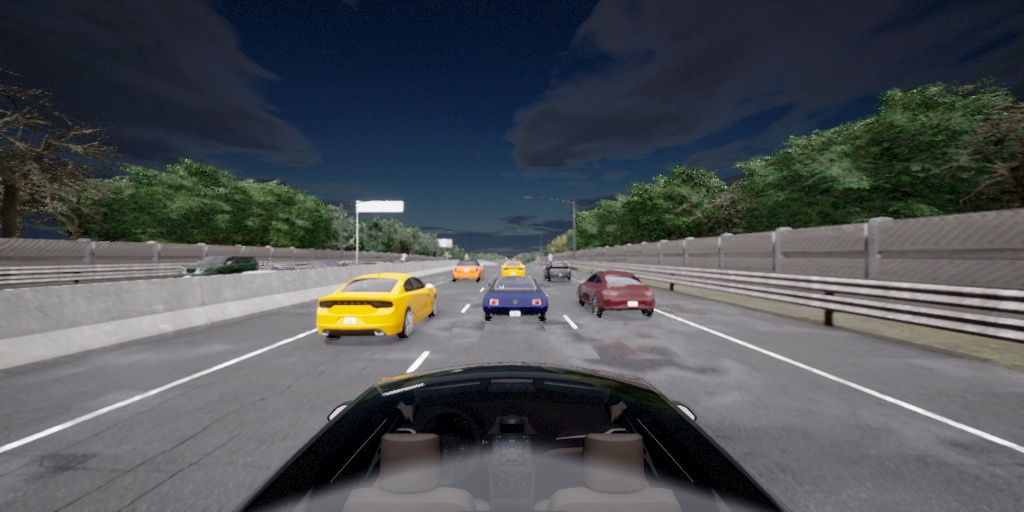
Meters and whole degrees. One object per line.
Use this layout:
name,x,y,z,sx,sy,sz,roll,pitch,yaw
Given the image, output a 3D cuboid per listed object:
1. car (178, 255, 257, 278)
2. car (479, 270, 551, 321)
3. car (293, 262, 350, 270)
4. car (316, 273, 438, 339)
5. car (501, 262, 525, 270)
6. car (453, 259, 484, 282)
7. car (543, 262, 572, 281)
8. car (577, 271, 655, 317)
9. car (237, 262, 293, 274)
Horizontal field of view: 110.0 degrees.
car,-21.094,0.951,26.219,2.150,2.045,5.566,0,0,0
car,0.100,1.333,12.324,1.895,1.301,4.718,0,0,0
car,-14.093,1.221,27.572,2.128,1.511,4.902,0,0,0
car,-3.405,1.213,10.023,1.882,1.535,5.008,0,0,0
car,0.105,1.210,30.560,1.882,1.535,5.008,0,0,0
car,-3.397,1.083,28.771,2.097,1.767,4.553,0,0,0
car,3.603,1.223,29.004,2.128,1.511,4.902,0,0,0
car,3.599,1.258,12.962,1.812,1.442,4.674,0,0,0
car,-17.594,1.330,26.711,1.895,1.301,4.718,0,0,0
